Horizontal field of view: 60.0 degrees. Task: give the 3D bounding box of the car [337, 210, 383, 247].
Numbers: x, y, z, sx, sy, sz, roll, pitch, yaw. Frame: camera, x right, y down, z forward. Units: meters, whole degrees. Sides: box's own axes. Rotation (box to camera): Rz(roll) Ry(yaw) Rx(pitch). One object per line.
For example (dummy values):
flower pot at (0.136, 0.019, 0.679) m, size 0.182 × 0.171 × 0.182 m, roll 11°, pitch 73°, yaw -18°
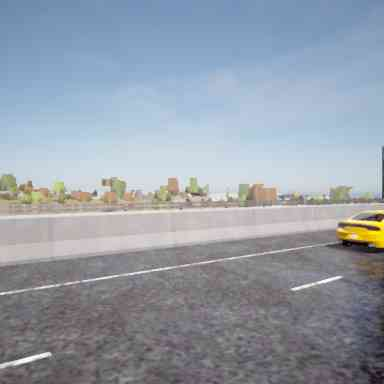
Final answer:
car at (8.083, 1.496, 13.857) m, size 5.008 × 1.535 × 1.882 m, roll 0°, pitch 0°, yaw -35°
